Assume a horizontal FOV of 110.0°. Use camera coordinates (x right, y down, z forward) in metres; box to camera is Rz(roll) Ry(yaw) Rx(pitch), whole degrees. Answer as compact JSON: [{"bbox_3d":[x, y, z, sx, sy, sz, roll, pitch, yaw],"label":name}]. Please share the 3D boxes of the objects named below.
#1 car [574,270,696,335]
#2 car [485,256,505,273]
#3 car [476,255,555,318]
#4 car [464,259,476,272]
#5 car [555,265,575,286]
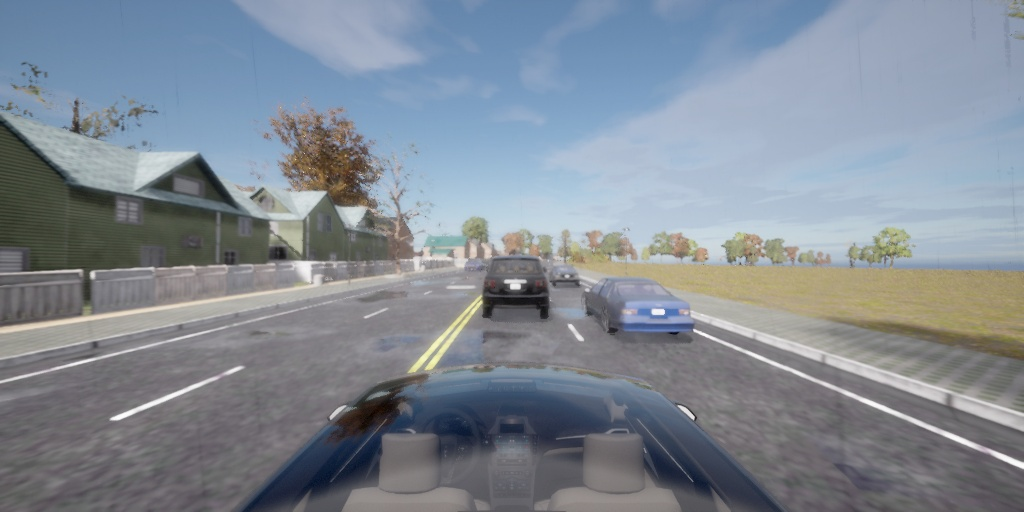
[{"bbox_3d":[3.354,1.314,10.603,2.033,1.411,5.357,0,0,1],"label":"car"},{"bbox_3d":[-2.139,1.079,47.001,2.150,2.045,5.566,0,-1,3],"label":"car"},{"bbox_3d":[0.163,0.994,13.283,2.150,2.045,5.566,0,0,1],"label":"car"},{"bbox_3d":[-5.236,1.215,49.687,2.097,1.767,4.553,0,0,3],"label":"car"},{"bbox_3d":[3.648,1.345,25.544,2.033,1.411,5.357,0,0,2],"label":"car"}]
